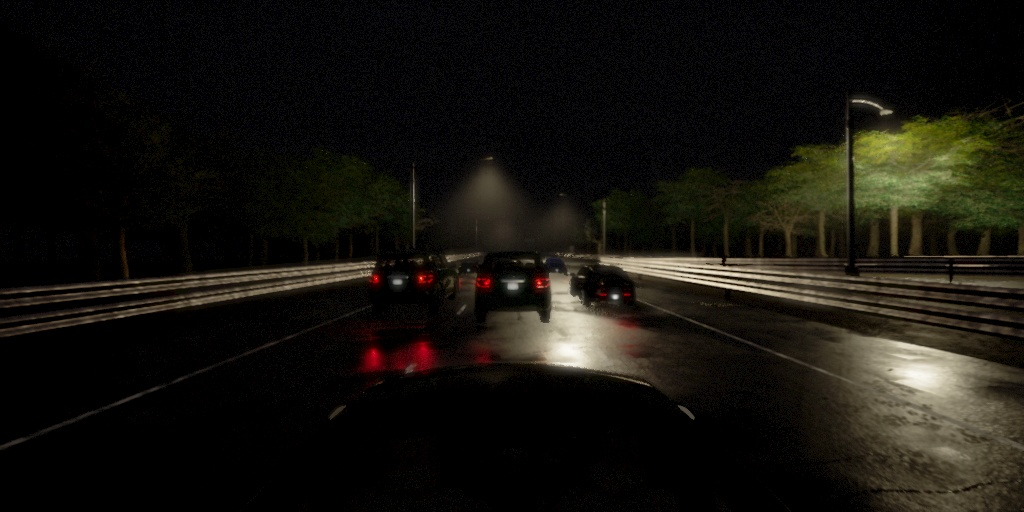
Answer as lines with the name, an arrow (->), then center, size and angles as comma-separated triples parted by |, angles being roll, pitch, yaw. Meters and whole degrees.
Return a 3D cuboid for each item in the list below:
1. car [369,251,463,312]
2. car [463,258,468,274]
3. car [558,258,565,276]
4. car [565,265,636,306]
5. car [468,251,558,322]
car -> -3.440, 0.833, 13.517 | 2.150, 2.045, 5.566 | 0, 1, 0
car -> -3.432, 0.900, 30.643 | 1.812, 1.442, 4.674 | 0, 1, 0
car -> 3.569, 0.900, 30.651 | 1.812, 1.442, 4.674 | 0, 1, 0
car -> 3.567, 1.101, 14.743 | 1.837, 1.490, 4.892 | 0, 1, 0
car -> 0.048, 0.849, 11.912 | 2.150, 2.045, 5.566 | 0, 1, 0
